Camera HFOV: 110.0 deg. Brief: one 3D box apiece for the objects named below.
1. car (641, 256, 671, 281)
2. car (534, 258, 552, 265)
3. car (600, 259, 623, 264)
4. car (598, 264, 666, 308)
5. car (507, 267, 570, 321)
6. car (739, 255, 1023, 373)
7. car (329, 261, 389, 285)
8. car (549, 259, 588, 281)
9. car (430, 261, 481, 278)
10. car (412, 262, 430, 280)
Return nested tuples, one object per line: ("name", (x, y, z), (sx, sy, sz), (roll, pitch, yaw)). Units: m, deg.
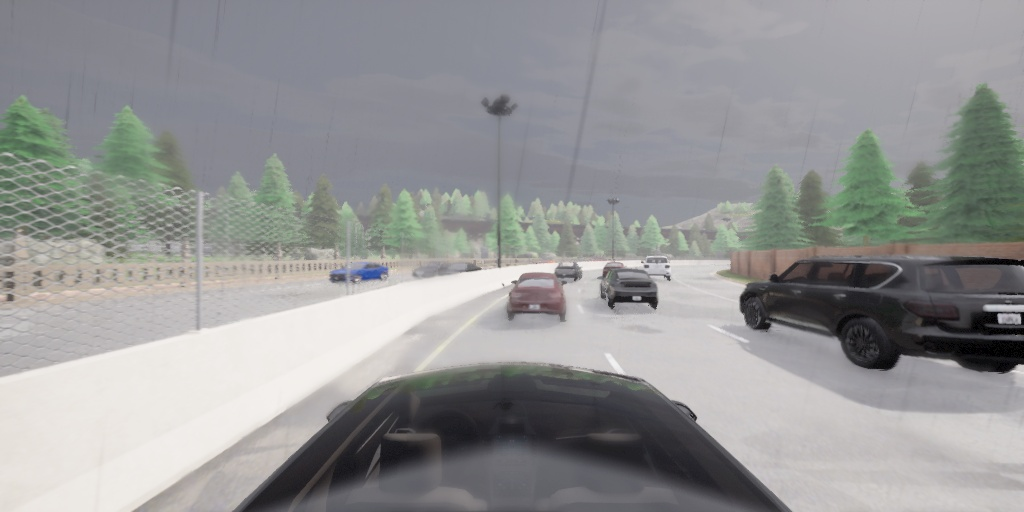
("car", (12.726, 1.026, 31.700), (2.150, 2.045, 5.566), (0, 0, 20))
("car", (5.695, 1.122, 63.497), (2.097, 1.767, 4.553), (0, 0, 35))
("car", (9.412, 1.267, 32.723), (1.882, 1.535, 5.008), (0, 0, 20))
("car", (4.866, 1.276, 15.337), (1.837, 1.490, 4.892), (0, 0, 9))
("car", (0.925, 1.279, 12.449), (1.812, 1.442, 4.674), (0, 0, 7))
("car", (7.438, 1.004, 7.885), (2.150, 2.045, 5.566), (0, 0, 4))
("car", (-10.987, 1.176, 26.118), (1.882, 1.535, 5.008), (0, 0, 14))
("car", (4.798, 1.260, 30.009), (2.128, 1.511, 4.902), (0, 0, 17))
("car", (-3.767, 1.209, 26.209), (1.882, 1.535, 5.008), (0, 0, 15))
("car", (-6.405, 1.210, 29.793), (2.128, 1.511, 4.902), (0, 0, 16))
